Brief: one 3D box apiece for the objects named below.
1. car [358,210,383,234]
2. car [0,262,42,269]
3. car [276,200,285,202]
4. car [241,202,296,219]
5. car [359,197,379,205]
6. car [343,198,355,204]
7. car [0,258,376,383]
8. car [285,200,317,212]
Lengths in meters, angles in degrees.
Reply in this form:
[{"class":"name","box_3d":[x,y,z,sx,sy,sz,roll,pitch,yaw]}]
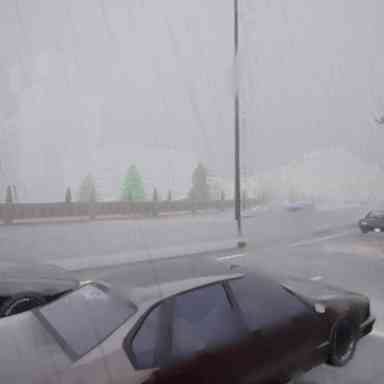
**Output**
[{"class":"car","box_3d":[10.985,1.655,18.625,1.895,1.301,4.718,0,0,43]},{"class":"car","box_3d":[-4.476,1.576,4.952,5.357,1.411,2.033,0,0,-36]},{"class":"car","box_3d":[11.347,1.723,41.921,1.812,1.442,4.674,0,-1,36]},{"class":"car","box_3d":[5.018,1.620,22.799,1.812,1.442,4.674,0,0,43]},{"class":"car","box_3d":[29.603,1.771,54.991,1.994,1.385,4.181,0,0,37]},{"class":"car","box_3d":[35.147,2.022,74.436,1.994,1.385,4.181,0,-2,36]},{"class":"car","box_3d":[0.112,1.562,3.982,5.357,1.411,2.033,0,0,-37]},{"class":"car","box_3d":[12.633,1.644,37.755,1.882,1.535,5.008,0,0,36]}]
